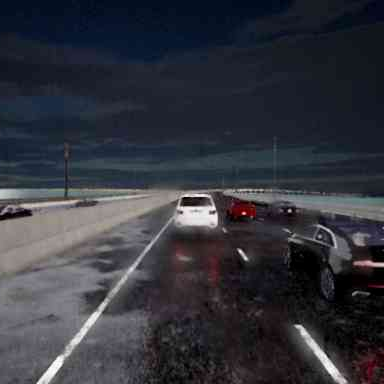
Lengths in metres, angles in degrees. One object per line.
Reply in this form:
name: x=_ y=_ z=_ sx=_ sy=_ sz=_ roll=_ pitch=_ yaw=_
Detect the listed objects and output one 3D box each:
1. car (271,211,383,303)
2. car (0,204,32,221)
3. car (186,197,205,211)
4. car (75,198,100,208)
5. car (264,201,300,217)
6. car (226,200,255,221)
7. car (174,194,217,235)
car: x=3.626 y=1.461 z=8.075 sx=2.128 sy=1.511 sz=4.902 roll=0 pitch=0 yaw=0
car: x=-10.511 y=1.414 z=18.036 sx=2.128 sy=1.511 sz=4.902 roll=0 pitch=0 yaw=1
car: x=0.426 y=1.382 z=38.902 sx=2.033 sy=1.411 sz=5.357 roll=0 pitch=0 yaw=1
car: x=-13.597 y=1.411 z=43.444 sx=1.895 sy=1.301 sz=4.718 roll=0 pitch=0 yaw=1
car: x=7.271 y=1.437 z=27.173 sx=2.033 sy=1.411 sz=5.357 roll=0 pitch=0 yaw=1
car: x=3.765 y=1.370 z=26.423 sx=1.882 sy=1.535 sz=5.008 roll=0 pitch=0 yaw=1
car: x=0.189 y=1.146 z=18.493 sx=2.150 sy=2.045 sz=5.566 roll=0 pitch=0 yaw=0
